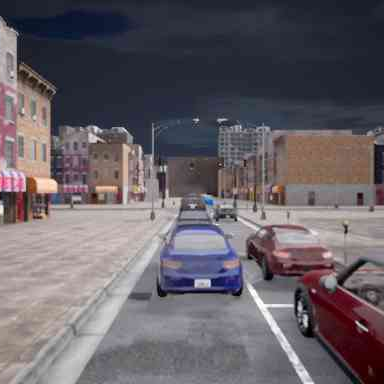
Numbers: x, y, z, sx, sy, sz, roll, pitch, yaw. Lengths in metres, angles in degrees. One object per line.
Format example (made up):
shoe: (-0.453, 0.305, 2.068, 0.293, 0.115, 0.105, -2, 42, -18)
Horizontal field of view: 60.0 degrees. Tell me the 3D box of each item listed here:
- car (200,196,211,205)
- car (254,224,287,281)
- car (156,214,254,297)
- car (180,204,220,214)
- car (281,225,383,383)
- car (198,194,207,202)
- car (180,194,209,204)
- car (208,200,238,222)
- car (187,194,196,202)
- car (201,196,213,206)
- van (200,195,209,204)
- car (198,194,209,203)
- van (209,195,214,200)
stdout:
car: (2.609, 1.567, 64.601, 1.967, 1.590, 4.097, 0, 0, 0)
car: (2.633, 1.585, 9.610, 1.802, 1.307, 4.206, 0, 0, 0)
car: (0.116, 1.529, 8.467, 1.812, 1.442, 4.674, 0, 0, -2)
car: (0.086, 1.559, 17.006, 2.033, 1.411, 5.357, 0, 0, 0)
car: (2.636, 1.441, 3.930, 1.967, 1.590, 4.097, 0, 0, 0)
car: (2.600, 1.511, 86.503, 2.192, 1.841, 5.009, 0, 0, 0)
car: (0.139, 1.257, 28.760, 2.150, 2.045, 5.566, 0, 0, 1)
car: (2.626, 1.579, 26.648, 2.008, 1.369, 4.403, 0, 0, 0)
car: (-0.033, 1.404, 83.717, 2.150, 2.045, 5.566, 0, 0, 0)
car: (2.612, 1.551, 59.126, 1.967, 1.590, 4.097, 0, 0, 0)
van: (2.607, 1.484, 70.077, 1.690, 1.788, 3.998, 0, 0, 0)
car: (2.603, 1.475, 75.550, 2.192, 1.841, 5.009, 0, 0, 0)
van: (2.614, 1.436, 53.651, 1.690, 1.788, 3.998, 0, 0, 0)
